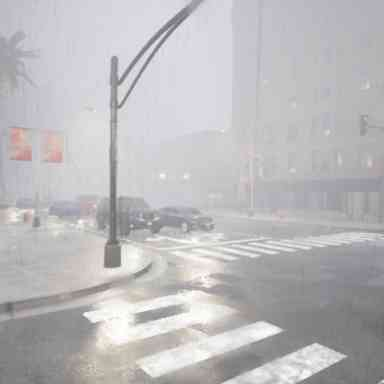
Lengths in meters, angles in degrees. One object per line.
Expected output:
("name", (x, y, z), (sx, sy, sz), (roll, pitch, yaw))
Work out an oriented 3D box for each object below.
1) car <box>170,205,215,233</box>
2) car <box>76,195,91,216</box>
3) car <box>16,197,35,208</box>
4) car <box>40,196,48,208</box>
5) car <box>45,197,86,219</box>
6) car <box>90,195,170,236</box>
("car", (-0.571, 1.607, 20.567), (1.837, 1.490, 4.892), (1, 0, -37))
("car", (-10.456, 1.298, 34.291), (2.150, 2.045, 5.566), (1, 0, -36))
("car", (-23.466, 1.515, 46.927), (2.128, 1.511, 4.902), (1, 0, -36))
("car", (-20.884, 1.454, 48.905), (2.097, 1.767, 4.553), (1, 0, -36))
("car", (-11.623, 1.526, 30.353), (1.882, 1.535, 5.008), (1, 0, -36))
("car", (-3.807, 1.291, 19.523), (2.150, 2.045, 5.566), (1, 0, -36))
